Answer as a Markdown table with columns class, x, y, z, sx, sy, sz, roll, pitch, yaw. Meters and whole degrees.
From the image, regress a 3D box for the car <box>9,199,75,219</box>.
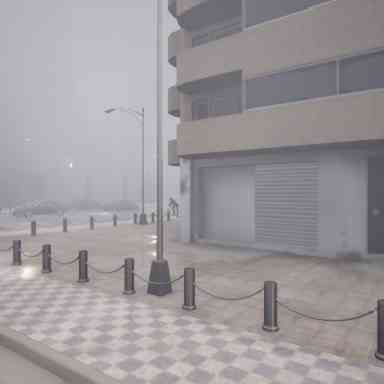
| class | x | y | z | sx | sy | sz | roll | pitch | yaw |
| --- | --- | --- | --- | --- | --- | --- | --- | --- | --- |
| car | -13.239 | 1.436 | 29.078 | 2.128 | 1.511 | 4.902 | 0 | 0 | 36 |

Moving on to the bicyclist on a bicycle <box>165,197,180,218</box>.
| class | x | y | z | sx | sy | sz | roll | pitch | yaw |
| --- | --- | --- | --- | --- | --- | --- | --- | --- | --- |
| bicyclist on a bicycle | -1.539 | 1.246 | 26.504 | 1.656 | 1.620 | 0.582 | 0 | 0 | 36 |

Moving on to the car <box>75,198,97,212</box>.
| class | x | y | z | sx | sy | sz | roll | pitch | yaw |
| --- | --- | --- | --- | --- | --- | --- | --- | --- | --- |
| car | -12.296 | 1.450 | 36.342 | 1.837 | 1.490 | 4.892 | 0 | 0 | 36 |

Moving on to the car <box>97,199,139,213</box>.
| class | x | y | z | sx | sy | sz | roll | pitch | yaw |
| --- | --- | --- | --- | --- | --- | --- | --- | --- | --- |
| car | -7.831 | 1.508 | 36.542 | 1.994 | 1.385 | 4.181 | 0 | 0 | 36 |

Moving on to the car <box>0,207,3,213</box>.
| class | x | y | z | sx | sy | sz | roll | pitch | yaw |
| --- | --- | --- | --- | --- | --- | --- | --- | --- | --- |
| car | -18.617 | 1.545 | 27.644 | 1.895 | 1.301 | 4.718 | 0 | 0 | 36 |
